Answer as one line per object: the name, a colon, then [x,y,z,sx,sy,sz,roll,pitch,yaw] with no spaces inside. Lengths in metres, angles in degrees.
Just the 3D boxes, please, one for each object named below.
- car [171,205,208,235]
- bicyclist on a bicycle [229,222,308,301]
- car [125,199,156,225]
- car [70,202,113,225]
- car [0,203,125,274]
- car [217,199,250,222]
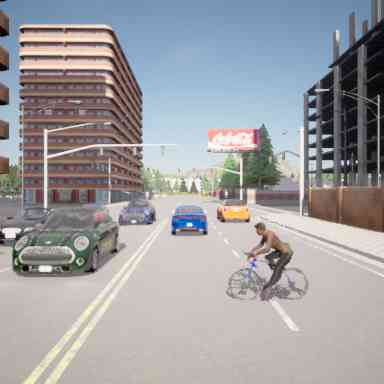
car: [-0.152,1.478,18.942,1.882,1.535,5.008,0,0,-1]
bicyclist on a bicycle: [1.578,1.452,6.878,1.656,1.620,0.582,0,0,-1]
car: [-3.831,1.351,24.036,2.097,1.767,4.553,0,0,-1]
car: [-7.332,1.526,24.757,1.812,1.442,4.674,0,0,-1]
car: [-3.728,1.352,10.645,2.097,1.767,4.553,0,0,-1]
car: [3.151,1.352,26.071,2.097,1.767,4.553,0,0,-1]
